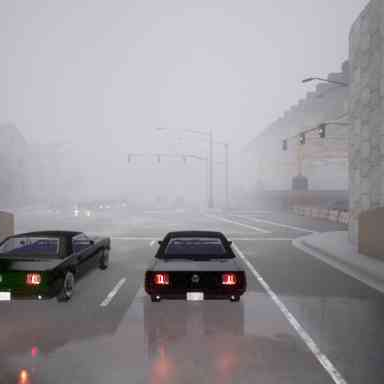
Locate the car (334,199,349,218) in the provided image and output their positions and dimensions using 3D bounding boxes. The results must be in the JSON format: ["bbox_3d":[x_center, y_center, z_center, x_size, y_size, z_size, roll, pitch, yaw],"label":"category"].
[{"bbox_3d":[13.973,1.295,26.113,1.853,1.218,4.536,0,0,-35],"label":"car"}]

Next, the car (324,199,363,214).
[{"bbox_3d":[14.086,1.295,30.799,4.536,1.218,1.853,0,0,-45],"label":"car"}]

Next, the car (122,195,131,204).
[{"bbox_3d":[-13.292,1.601,64.834,1.895,1.301,4.718,0,0,2],"label":"car"}]

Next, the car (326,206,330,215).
[{"bbox_3d":[14.050,1.453,30.763,4.974,1.542,2.038,0,0,-45],"label":"car"}]

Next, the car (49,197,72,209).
[{"bbox_3d":[-17.370,1.491,44.504,2.128,1.511,4.902,0,0,2],"label":"car"}]

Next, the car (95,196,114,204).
[{"bbox_3d":[-16.815,1.547,64.019,2.033,1.411,5.357,0,0,2],"label":"car"}]

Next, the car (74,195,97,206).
[{"bbox_3d":[-17.131,1.352,53.705,2.097,1.767,4.553,0,0,2],"label":"car"}]

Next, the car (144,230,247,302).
[{"bbox_3d":[0.077,1.601,8.238,1.895,1.301,4.718,0,0,0],"label":"car"}]

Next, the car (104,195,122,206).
[{"bbox_3d":[-13.607,1.547,54.530,2.033,1.411,5.357,0,0,2],"label":"car"}]

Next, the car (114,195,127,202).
[{"bbox_3d":[-16.460,1.469,76.648,1.882,1.535,5.008,0,0,1],"label":"car"}]

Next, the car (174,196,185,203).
[{"bbox_3d":[-2.643,1.564,69.309,1.994,1.385,4.181,0,0,1],"label":"car"}]

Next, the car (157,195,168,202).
[{"bbox_3d":[-6.142,1.367,69.397,1.994,1.385,4.181,0,0,1],"label":"car"}]

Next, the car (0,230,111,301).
[{"bbox_3d":[-3.423,1.601,8.247,1.895,1.301,4.718,0,0,0],"label":"car"}]

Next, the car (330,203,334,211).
[{"bbox_3d":[13.943,1.453,26.156,2.038,1.542,4.974,0,0,-35],"label":"car"}]

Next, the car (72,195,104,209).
[{"bbox_3d":[-13.864,1.478,44.707,1.882,1.535,5.008,0,0,2],"label":"car"}]
